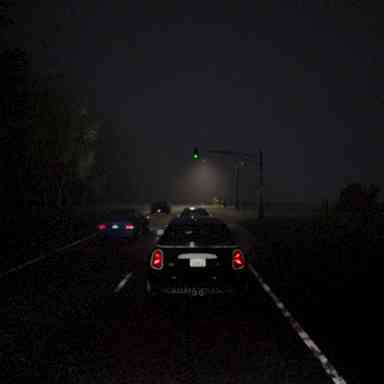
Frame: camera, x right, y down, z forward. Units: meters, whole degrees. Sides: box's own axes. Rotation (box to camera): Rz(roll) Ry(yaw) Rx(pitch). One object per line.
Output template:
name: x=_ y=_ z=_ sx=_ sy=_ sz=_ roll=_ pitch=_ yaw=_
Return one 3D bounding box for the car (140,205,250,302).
car: x=0.117 y=1.378 z=8.523 sx=2.097 sy=1.767 sz=4.553 roll=0 pitch=0 yaw=0

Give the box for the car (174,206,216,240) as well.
car: x=0.151 y=1.601 z=18.558 sx=2.033 sy=1.411 sz=5.357 roll=0 pitch=0 yaw=0

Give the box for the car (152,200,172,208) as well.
car: x=-3.308 y=1.608 z=35.792 sx=1.837 sy=1.490 sz=4.892 roll=0 pitch=0 yaw=0

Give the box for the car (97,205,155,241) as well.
car: x=-3.358 y=1.597 z=17.107 sx=2.033 sy=1.411 sz=5.357 roll=0 pitch=0 yaw=0
